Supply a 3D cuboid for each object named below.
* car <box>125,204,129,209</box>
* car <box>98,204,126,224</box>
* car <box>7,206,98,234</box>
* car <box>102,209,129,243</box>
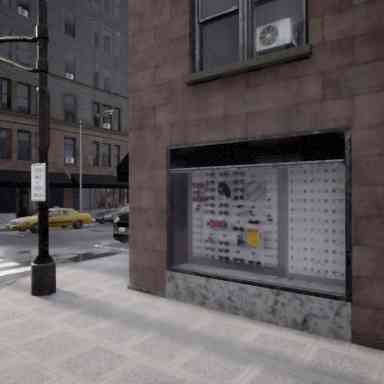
[{"bbox_3d":[-1.987,1.571,24.148,2.033,1.411,5.357,0,0,35],"label":"car"},{"bbox_3d":[-5.021,1.583,24.260,2.008,1.369,4.403,0,0,35],"label":"car"},{"bbox_3d":[-8.261,1.554,19.713,1.752,1.417,4.829,0,0,35],"label":"car"},{"bbox_3d":[-1.633,1.560,15.187,1.947,1.339,4.313,0,0,35],"label":"car"}]
